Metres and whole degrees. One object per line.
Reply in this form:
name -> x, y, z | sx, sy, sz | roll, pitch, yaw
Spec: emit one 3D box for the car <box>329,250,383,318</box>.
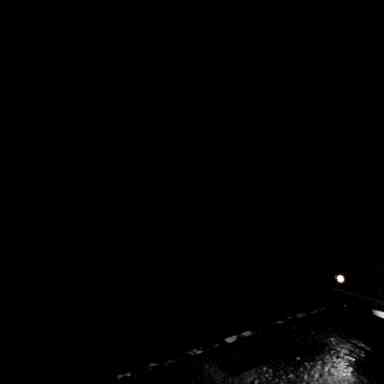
car -> 4.752, 1.595, 6.461 | 4.718, 1.301, 1.895 | 0, 0, -35
